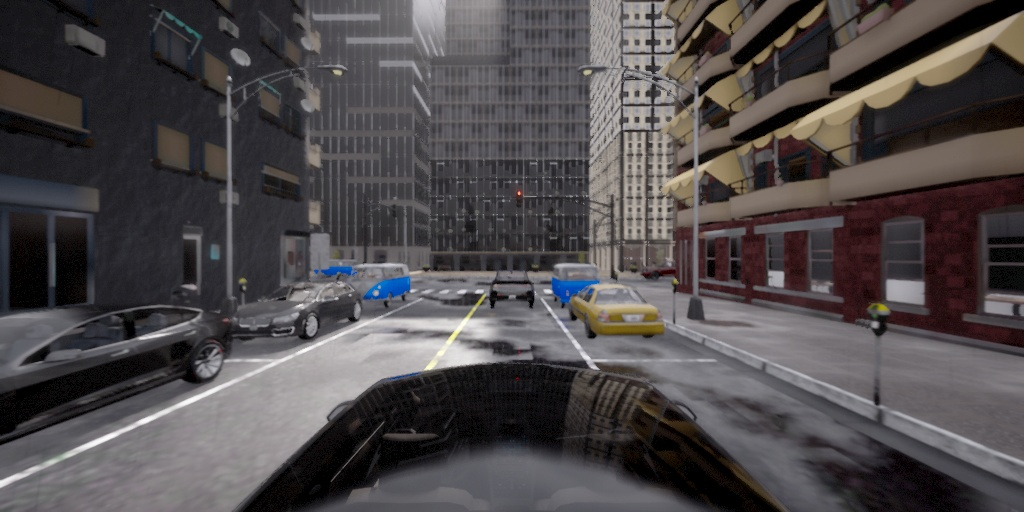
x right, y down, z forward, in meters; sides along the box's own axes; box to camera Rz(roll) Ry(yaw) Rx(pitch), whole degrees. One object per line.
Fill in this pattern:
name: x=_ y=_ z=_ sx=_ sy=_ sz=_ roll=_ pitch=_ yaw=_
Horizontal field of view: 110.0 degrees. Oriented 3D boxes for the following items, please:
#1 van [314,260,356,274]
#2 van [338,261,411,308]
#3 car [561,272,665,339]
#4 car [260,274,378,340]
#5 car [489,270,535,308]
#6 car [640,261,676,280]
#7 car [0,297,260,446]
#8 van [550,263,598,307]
van: x=-17.167 y=1.271 z=35.186 sx=3.998 sy=1.789 sz=1.690 roll=0 pitch=0 yaw=0
van: x=-5.696 y=1.222 z=15.686 sx=1.690 sy=1.789 sz=3.998 roll=0 pitch=0 yaw=0
car: x=2.687 y=1.353 z=10.229 sx=1.751 sy=1.417 sz=4.829 roll=0 pitch=0 yaw=0
car: x=-5.694 y=1.379 z=10.085 sx=2.007 sy=1.370 sz=4.403 roll=0 pitch=0 yaw=0
car: x=-0.021 y=1.378 z=16.152 sx=2.128 sy=1.511 sz=4.902 roll=0 pitch=0 yaw=-1
car: x=15.221 y=1.407 z=35.002 sx=5.009 sy=1.841 sz=2.192 roll=0 pitch=0 yaw=0
car: x=-5.692 y=1.342 z=4.482 sx=1.948 sy=1.339 sz=4.313 roll=0 pitch=0 yaw=0
van: x=2.685 y=1.221 z=15.660 sx=1.690 sy=1.789 sz=3.998 roll=0 pitch=0 yaw=0
